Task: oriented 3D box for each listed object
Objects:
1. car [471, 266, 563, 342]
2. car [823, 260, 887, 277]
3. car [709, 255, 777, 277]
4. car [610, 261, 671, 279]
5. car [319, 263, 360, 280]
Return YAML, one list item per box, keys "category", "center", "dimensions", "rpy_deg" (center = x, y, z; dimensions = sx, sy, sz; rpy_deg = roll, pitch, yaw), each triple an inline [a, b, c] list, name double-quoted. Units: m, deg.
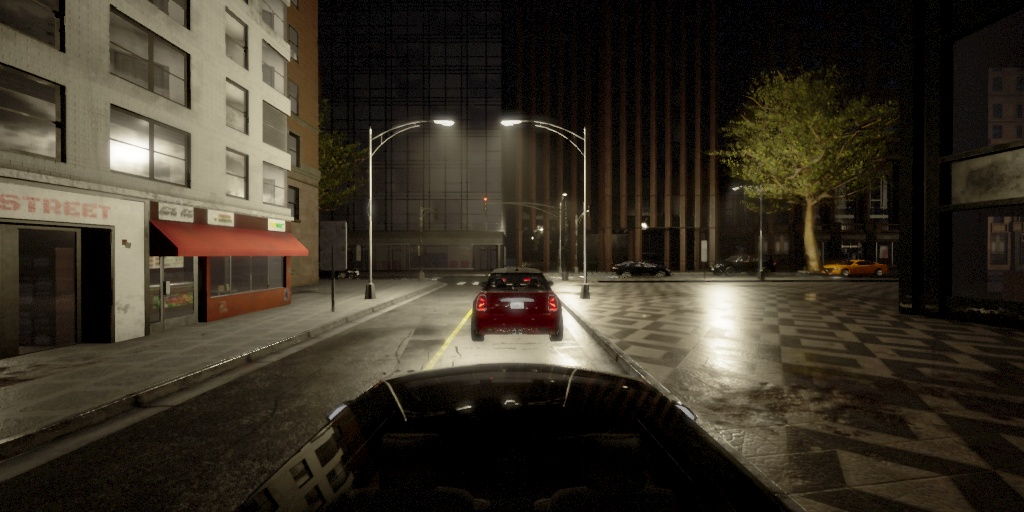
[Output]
- category: "car"
  center: [0.122, 1.101, 9.955]
  dimensions: [2.097, 1.767, 4.553]
  rpy_deg: [0, 0, 0]
- category: "car"
  center: [32.154, 1.117, 33.707]
  dimensions: [5.008, 1.535, 1.882]
  rpy_deg: [0, 0, 0]
- category: "car"
  center: [21.703, 0.884, 33.764]
  dimensions: [5.566, 2.045, 2.150]
  rpy_deg: [0, 0, 0]
- category: "car"
  center: [10.940, 1.202, 30.630]
  dimensions: [4.902, 1.511, 2.128]
  rpy_deg: [0, 0, 0]
- category: "car"
  center: [-15.674, 1.304, 30.770]
  dimensions: [4.902, 1.511, 2.128]
  rpy_deg: [0, 0, 0]
